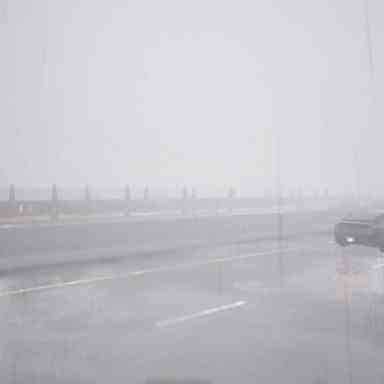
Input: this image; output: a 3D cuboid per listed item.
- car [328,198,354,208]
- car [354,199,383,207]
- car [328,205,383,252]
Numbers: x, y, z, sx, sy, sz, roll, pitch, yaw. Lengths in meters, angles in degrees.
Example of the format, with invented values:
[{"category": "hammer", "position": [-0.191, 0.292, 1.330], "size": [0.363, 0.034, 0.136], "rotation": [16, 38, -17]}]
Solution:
[{"category": "car", "position": [17.961, 1.497, 39.151], "size": [4.892, 1.490, 1.837], "rotation": [0, 0, -37]}, {"category": "car", "position": [20.088, 1.498, 36.371], "size": [4.892, 1.490, 1.837], "rotation": [0, 0, -37]}, {"category": "car", "position": [7.814, 1.503, 13.752], "size": [4.892, 1.490, 1.837], "rotation": [0, 0, -36]}]
